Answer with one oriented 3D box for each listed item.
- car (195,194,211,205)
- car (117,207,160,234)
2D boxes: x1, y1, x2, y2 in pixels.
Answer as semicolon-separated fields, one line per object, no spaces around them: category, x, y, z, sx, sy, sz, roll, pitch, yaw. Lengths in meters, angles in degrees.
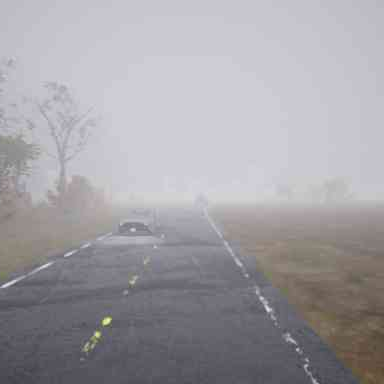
car;1.784;1.367;62.449;2.150;2.045;5.566;0;0;8
car;-3.033;1.597;19.920;2.033;1.411;5.357;0;0;1
